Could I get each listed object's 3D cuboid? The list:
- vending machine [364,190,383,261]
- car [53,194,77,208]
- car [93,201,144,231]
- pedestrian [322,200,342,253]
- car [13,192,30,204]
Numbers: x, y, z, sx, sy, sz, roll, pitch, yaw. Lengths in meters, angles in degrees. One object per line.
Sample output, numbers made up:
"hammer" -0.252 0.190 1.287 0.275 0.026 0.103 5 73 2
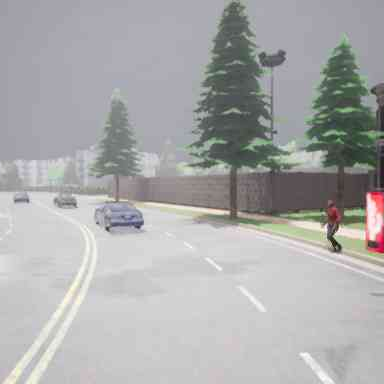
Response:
"vending machine" 6.201 0.996 10.465 1.100 2.100 0.880 0 1 -12
"car" -13.668 0.898 35.742 2.033 1.411 5.357 -1 1 -29
"car" -4.146 1.212 18.289 2.033 1.411 5.357 0 1 -25
"pedestrian" 4.669 1.085 11.025 0.375 1.860 0.375 0 1 -13
"car" -22.675 0.749 44.256 2.033 1.411 5.357 -1 1 -29
